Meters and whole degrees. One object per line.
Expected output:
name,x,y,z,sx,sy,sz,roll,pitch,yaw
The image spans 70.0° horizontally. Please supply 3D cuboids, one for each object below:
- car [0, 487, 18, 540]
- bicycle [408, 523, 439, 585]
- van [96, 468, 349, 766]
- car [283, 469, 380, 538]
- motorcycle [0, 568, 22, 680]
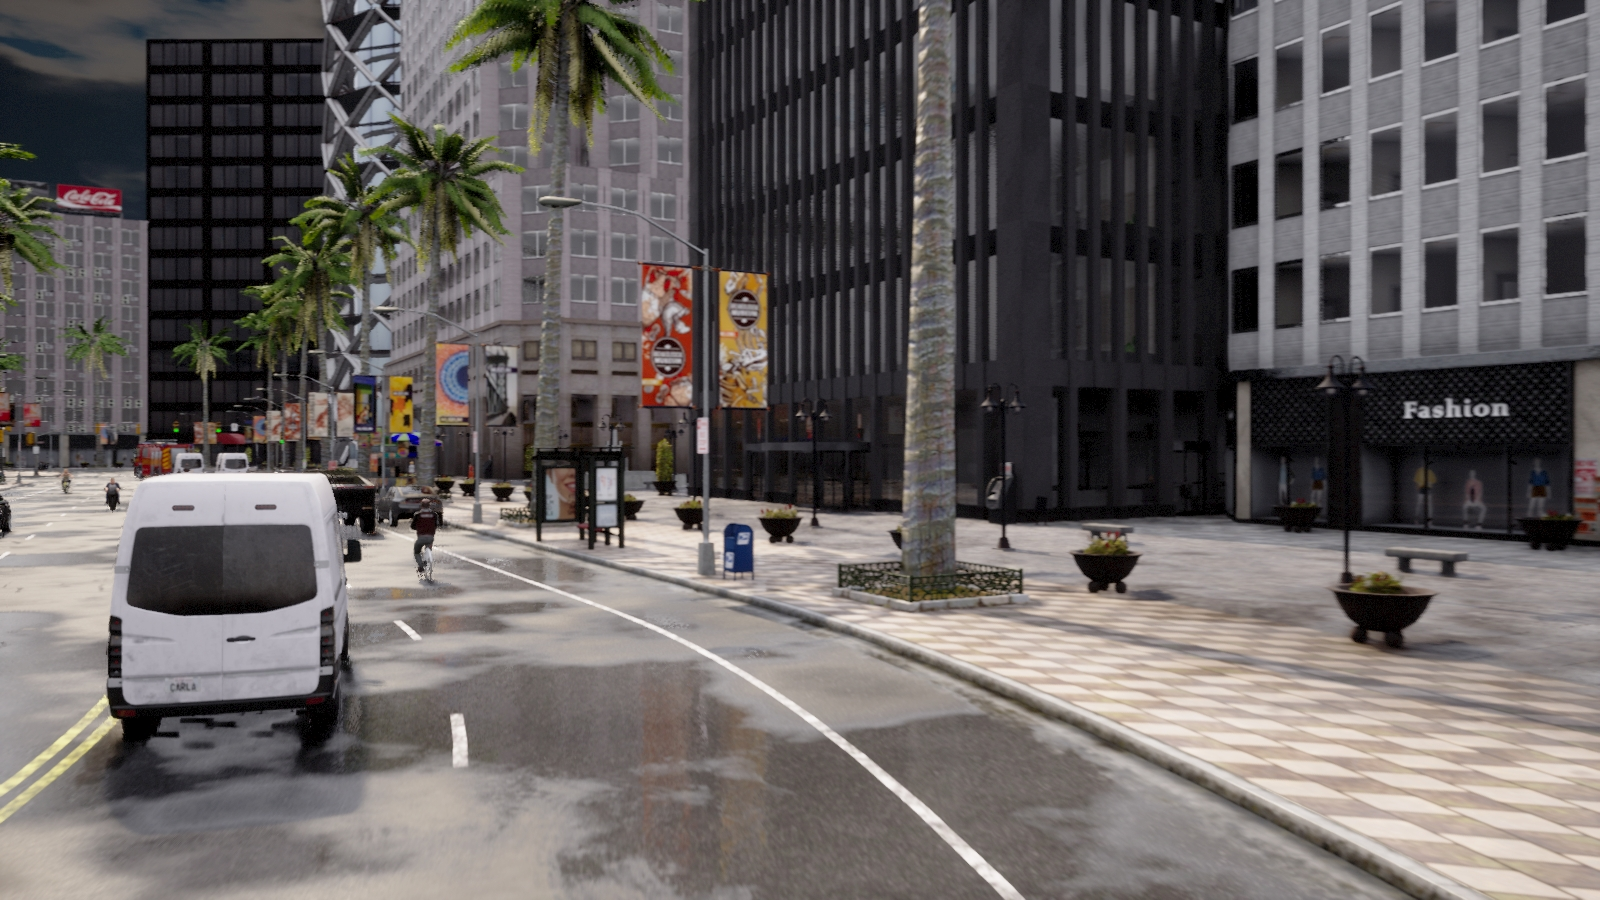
car,-27.073,2.049,37.332,2.097,1.535,5.006,0,0,-29
bicycle,-8.098,2.214,24.538,0.329,1.171,1.835,0,0,-28
van,-6.365,1.538,13.277,1.988,2.561,5.915,0,0,-21
car,-16.385,1.762,39.735,2.390,2.098,6.274,0,0,-29
motorcycle,-10.409,2.210,14.216,0.867,1.251,2.209,0,0,-25
